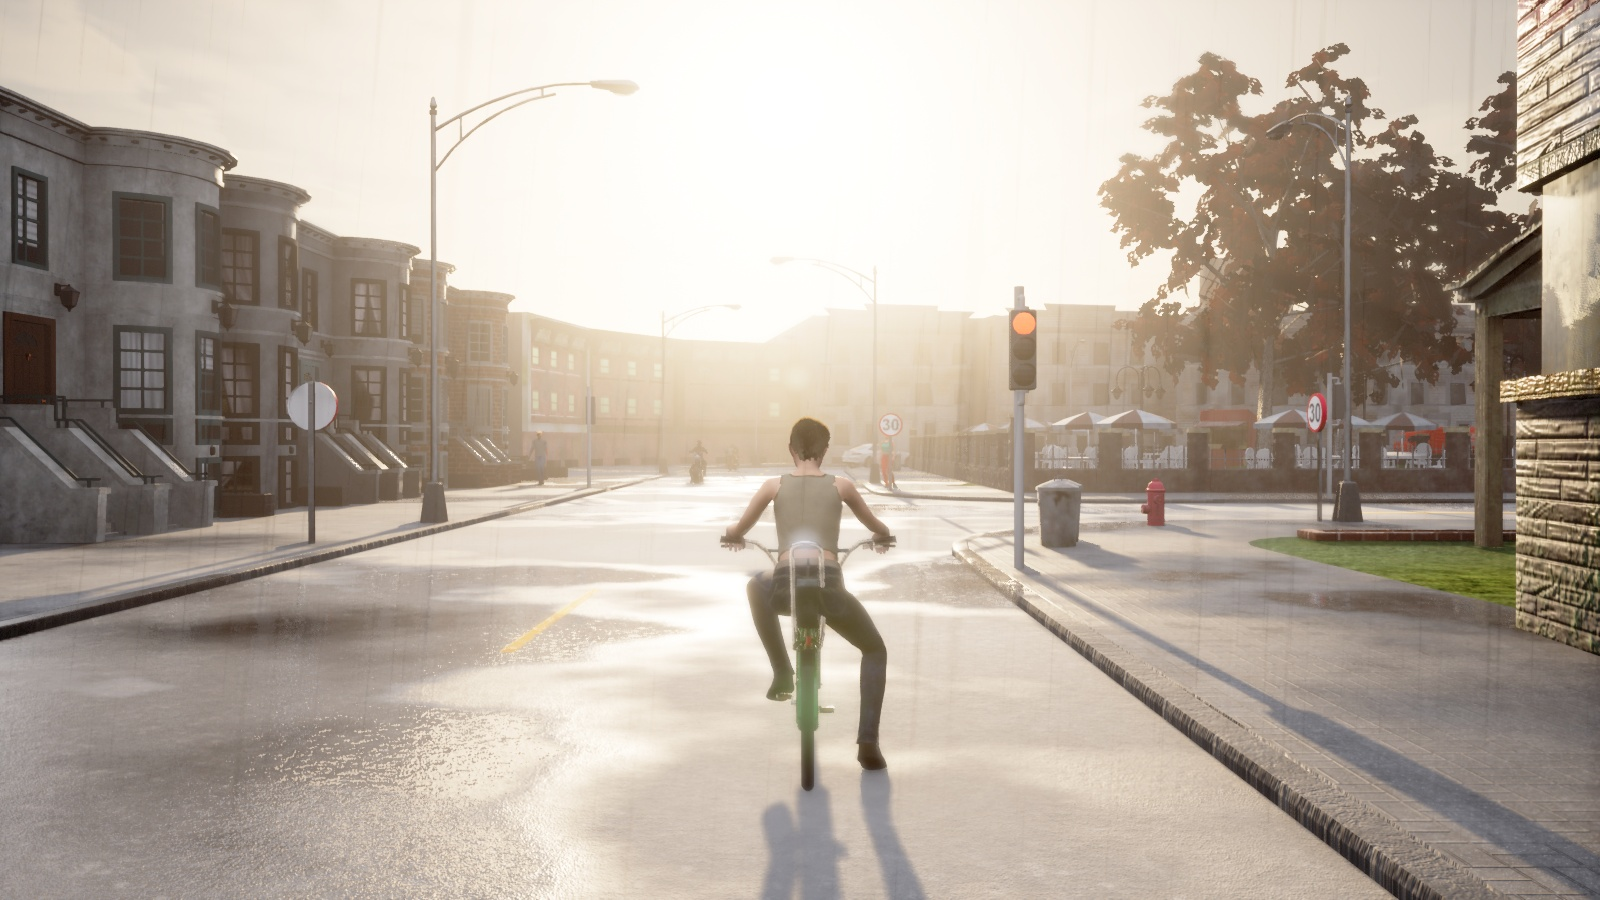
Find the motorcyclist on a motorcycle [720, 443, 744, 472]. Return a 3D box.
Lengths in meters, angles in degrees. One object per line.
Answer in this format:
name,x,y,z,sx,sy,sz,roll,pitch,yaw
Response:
motorcyclist on a motorcycle,-3.643,0.399,67.437,0.866,1.530,2.191,1,0,7

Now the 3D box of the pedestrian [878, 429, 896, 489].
pedestrian,2.667,0.272,38.523,0.345,1.836,0.594,0,0,28

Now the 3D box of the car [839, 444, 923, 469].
car,4.731,0.363,73.366,4.674,1.442,1.812,0,0,-31

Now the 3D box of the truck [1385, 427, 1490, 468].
truck,39.477,-0.148,77.853,5.204,2.467,2.627,0,0,0

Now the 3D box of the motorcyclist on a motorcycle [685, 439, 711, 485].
motorcyclist on a motorcycle,-3.778,0.429,46.842,0.766,1.649,2.350,0,0,0

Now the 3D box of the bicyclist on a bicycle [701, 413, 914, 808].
bicyclist on a bicycle,0.037,0.650,5.875,0.866,1.612,1.509,0,0,0

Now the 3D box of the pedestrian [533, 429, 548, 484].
pedestrian,-8.618,0.211,41.726,0.354,1.836,0.706,0,0,-2
